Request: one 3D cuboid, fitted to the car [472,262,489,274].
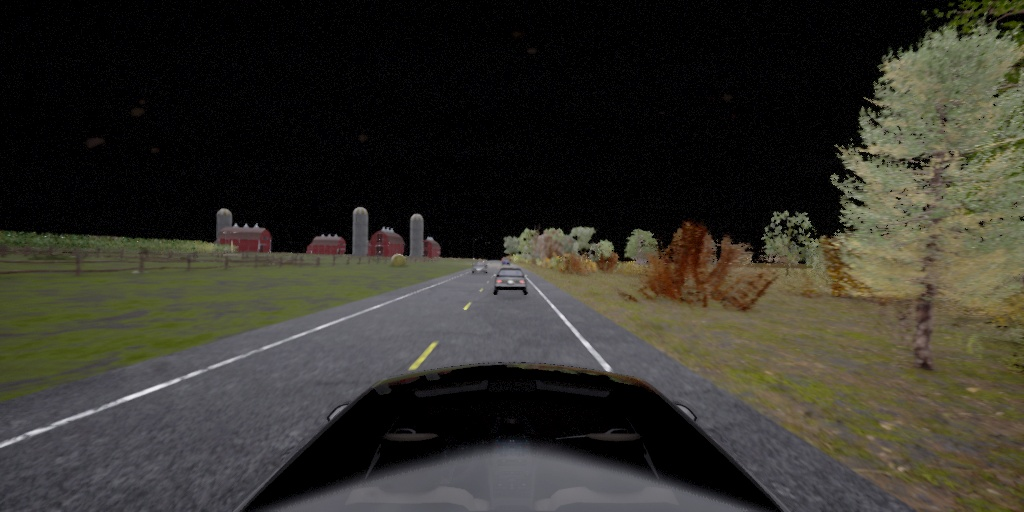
[{"bbox_3d":[-3.897,1.436,44.390,2.128,1.511,4.902,1,0,-1],"label":"car"}]

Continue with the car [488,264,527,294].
[{"bbox_3d":[-0.097,1.389,20.897,2.033,1.411,5.357,1,0,-1],"label":"car"}]
